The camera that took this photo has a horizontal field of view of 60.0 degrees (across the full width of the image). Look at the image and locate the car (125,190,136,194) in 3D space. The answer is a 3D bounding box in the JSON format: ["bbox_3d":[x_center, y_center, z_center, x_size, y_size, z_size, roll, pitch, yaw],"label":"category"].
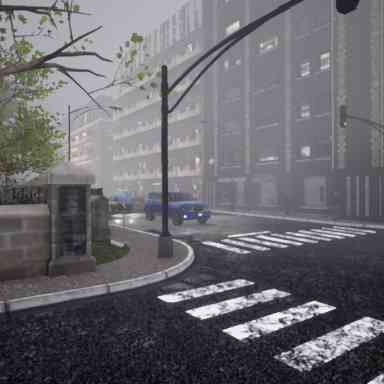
[{"bbox_3d":[-5.083,0.727,36.831,2.192,1.841,5.009,1,1,-36],"label":"car"}]

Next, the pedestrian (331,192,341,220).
[{"bbox_3d":[9.454,0.901,21.945,0.375,1.860,0.375,1,-1,-36],"label":"pedestrian"}]

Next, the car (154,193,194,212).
[{"bbox_3d":[-1.821,0.950,32.377,1.967,1.590,4.097,1,1,-36],"label":"car"}]

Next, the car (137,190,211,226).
[{"bbox_3d":[-1.143,0.926,21.630,2.150,2.045,5.566,0,1,-36],"label":"car"}]

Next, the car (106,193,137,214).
[{"bbox_3d":[-6.803,1.098,29.359,1.994,1.385,4.181,0,1,-36],"label":"car"}]

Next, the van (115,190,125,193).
[{"bbox_3d":[-8.348,0.655,41.285,1.690,1.788,3.998,1,1,-36],"label":"van"}]
